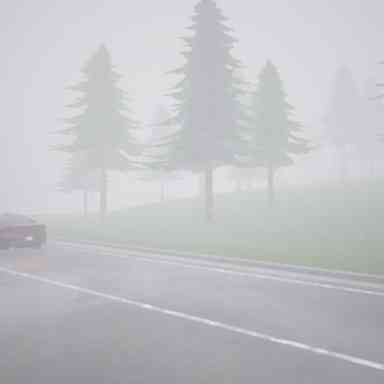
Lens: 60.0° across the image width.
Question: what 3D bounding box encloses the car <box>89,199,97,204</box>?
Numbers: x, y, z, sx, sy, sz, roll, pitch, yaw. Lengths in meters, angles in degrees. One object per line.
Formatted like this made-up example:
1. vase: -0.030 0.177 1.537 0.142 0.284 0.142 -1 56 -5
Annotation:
1. car: -21.358 2.122 78.035 2.033 1.411 5.357 -1 0 35

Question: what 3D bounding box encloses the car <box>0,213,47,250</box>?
1. car: -8.127 1.614 13.971 5.008 1.535 1.882 0 0 36

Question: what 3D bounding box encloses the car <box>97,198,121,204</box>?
1. car: -18.492 2.074 76.026 2.128 1.511 4.902 -1 0 35
